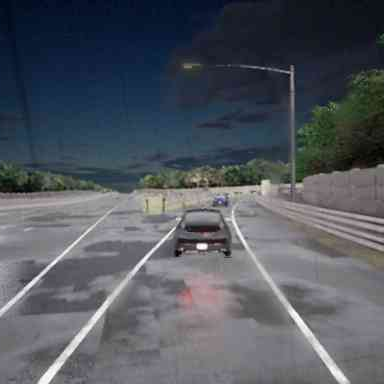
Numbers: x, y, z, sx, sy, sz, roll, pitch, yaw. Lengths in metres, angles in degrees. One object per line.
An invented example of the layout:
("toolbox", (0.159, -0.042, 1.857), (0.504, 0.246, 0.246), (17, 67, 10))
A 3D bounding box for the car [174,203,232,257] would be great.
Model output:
("car", (0.412, 1.365, 12.282), (1.837, 1.490, 4.892), (0, 0, 3))

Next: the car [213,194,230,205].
("car", (3.682, 1.030, 41.567), (1.812, 1.442, 4.674), (-1, 1, 10))
